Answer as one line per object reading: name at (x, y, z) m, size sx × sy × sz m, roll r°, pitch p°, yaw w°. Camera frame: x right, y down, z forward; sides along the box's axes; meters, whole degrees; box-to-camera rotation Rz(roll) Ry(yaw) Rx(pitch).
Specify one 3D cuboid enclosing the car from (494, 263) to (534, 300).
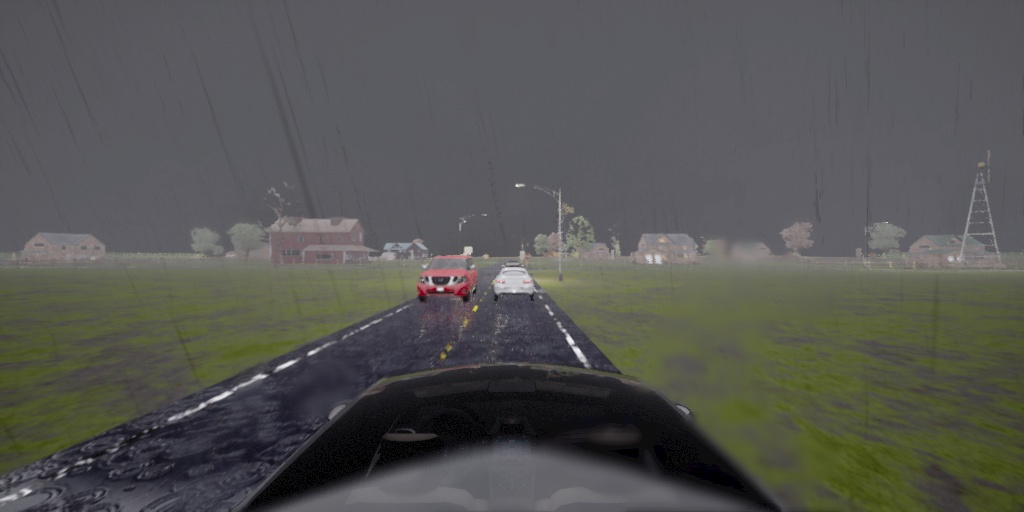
car at (0.090, 1.267, 17.606) m, size 1.812 × 1.442 × 4.674 m, roll 0°, pitch 0°, yaw 0°

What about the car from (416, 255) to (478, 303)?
car at (-2.858, 0.963, 17.032) m, size 2.150 × 2.045 × 5.566 m, roll 0°, pitch 0°, yaw 0°

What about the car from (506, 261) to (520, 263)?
car at (0.082, 1.233, 34.215) m, size 1.837 × 1.490 × 4.892 m, roll 0°, pitch 0°, yaw 0°
